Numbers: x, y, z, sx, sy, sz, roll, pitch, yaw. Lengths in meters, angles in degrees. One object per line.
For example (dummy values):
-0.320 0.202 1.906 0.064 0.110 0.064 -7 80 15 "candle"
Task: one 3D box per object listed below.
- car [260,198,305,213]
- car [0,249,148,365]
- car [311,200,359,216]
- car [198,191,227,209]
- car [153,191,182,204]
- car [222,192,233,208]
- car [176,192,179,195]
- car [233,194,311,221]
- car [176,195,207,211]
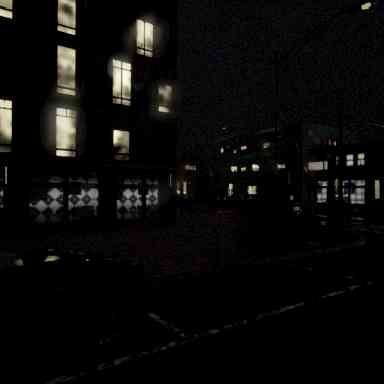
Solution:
9.254 1.340 34.236 1.802 1.307 4.206 1 0 -36 "car"
-2.695 1.566 4.633 4.313 1.339 1.947 0 0 -36 "car"
12.543 1.371 29.771 1.887 1.381 4.507 1 0 -36 "car"
2.115 0.860 39.548 2.150 2.045 5.566 0 0 -36 "car"
-3.898 0.793 52.097 2.192 1.841 5.009 1 0 -36 "car"
5.966 1.130 38.703 1.967 1.590 4.097 1 0 -36 "car"
-0.614 1.101 47.633 2.008 1.369 4.403 1 0 -36 "car"
5.802 1.101 24.801 2.192 1.841 5.009 1 0 -36 "car"
-0.783 1.230 33.732 1.802 1.307 4.206 1 0 -36 "car"
